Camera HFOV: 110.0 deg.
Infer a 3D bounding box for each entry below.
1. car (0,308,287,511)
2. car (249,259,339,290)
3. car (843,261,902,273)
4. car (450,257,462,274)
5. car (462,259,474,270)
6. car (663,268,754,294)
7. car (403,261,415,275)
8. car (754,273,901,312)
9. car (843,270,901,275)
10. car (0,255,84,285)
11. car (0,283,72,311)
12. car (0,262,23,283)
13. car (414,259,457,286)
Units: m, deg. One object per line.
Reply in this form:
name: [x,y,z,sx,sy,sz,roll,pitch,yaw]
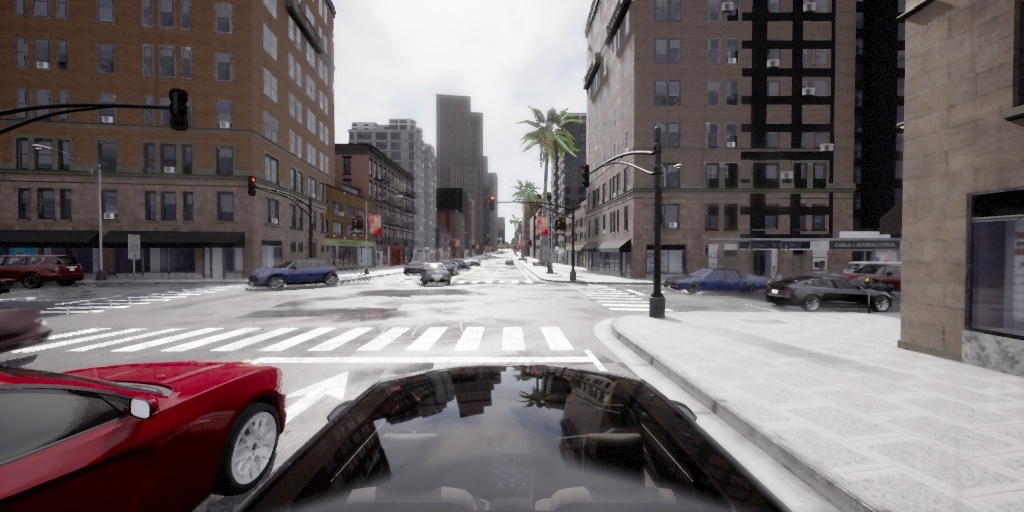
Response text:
car: [-3.144,1.228,1.490,1.882,1.535,5.008,0,0,1]
car: [-13.097,0.992,21.737,2.097,1.767,4.553,1,0,36]
car: [21.177,1.279,20.682,4.553,1.767,2.097,0,1,0]
car: [-6.860,1.094,37.266,2.097,1.767,4.553,0,0,0]
car: [-6.951,1.334,50.571,1.895,1.301,4.718,0,0,0]
car: [11.707,1.400,20.673,5.357,1.411,2.033,0,1,0]
car: [-10.116,1.246,38.235,1.837,1.490,4.892,0,0,0]
car: [12.864,1.513,14.727,4.313,1.339,1.948,0,0,0]
car: [15.560,1.530,17.486,4.718,1.301,1.895,0,1,0]
car: [-27.277,0.836,19.927,5.009,1.841,2.192,0,0,-9]
car: [-9.864,1.296,4.502,2.033,1.411,5.357,0,0,0]
car: [-24.033,1.126,14.593,4.892,1.490,1.837,1,1,-9]
car: [-5.521,1.217,25.316,2.128,1.511,4.902,1,0,-17]
